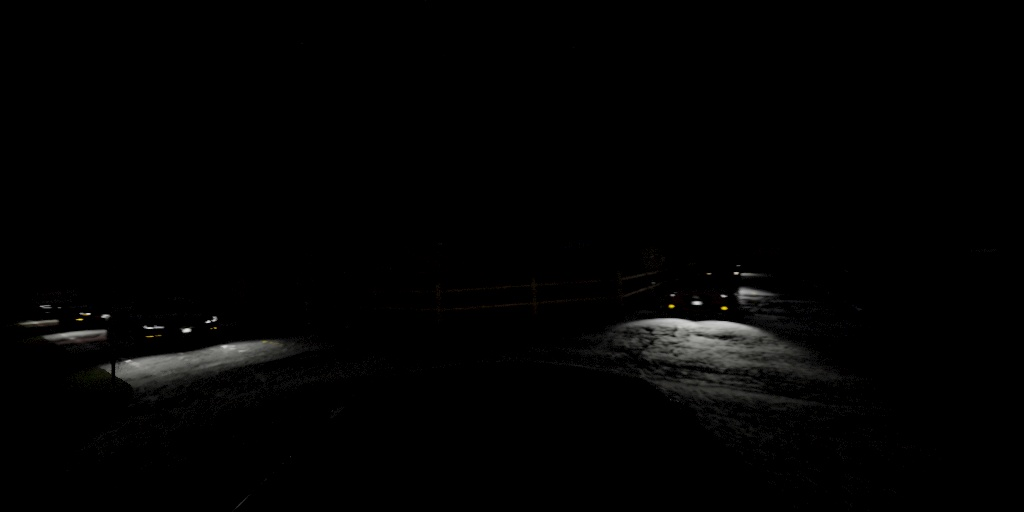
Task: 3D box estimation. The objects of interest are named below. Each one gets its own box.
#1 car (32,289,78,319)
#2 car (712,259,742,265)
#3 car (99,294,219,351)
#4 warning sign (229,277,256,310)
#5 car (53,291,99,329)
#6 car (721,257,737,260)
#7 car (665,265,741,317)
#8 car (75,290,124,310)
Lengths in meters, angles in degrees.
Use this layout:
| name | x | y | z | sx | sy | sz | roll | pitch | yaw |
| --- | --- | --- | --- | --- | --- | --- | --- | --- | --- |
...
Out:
| name | x | y | z | sx | sy | sz | roll | pitch | yaw |
| --- | --- | --- | --- | --- | --- | --- | --- | --- | --- |
| car | -29.075 | 3.082 | 23.047 | 5.008 | 1.535 | 1.882 | -4 | -3 | 33 |
| car | 13.979 | 1.113 | 23.620 | 1.895 | 1.301 | 4.718 | -3 | -1 | 33 |
| car | -11.333 | 2.005 | 11.563 | 4.892 | 1.490 | 1.837 | -4 | -3 | 33 |
| warning sign | -15.443 | 2.107 | 20.525 | 1.060 | 1.860 | 1.300 | 0 | 0 | 33 |
| car | -20.028 | 2.545 | 17.186 | 4.892 | 1.490 | 1.837 | -4 | -3 | 33 |
| car | 21.767 | 0.879 | 35.917 | 1.837 | 1.490 | 4.892 | -3 | -1 | 32 |
| car | 6.703 | 1.213 | 12.510 | 1.994 | 1.385 | 4.181 | -3 | -1 | 34 |
| car | -34.838 | 3.642 | 30.211 | 5.357 | 1.411 | 2.033 | -4 | -3 | 33 |
